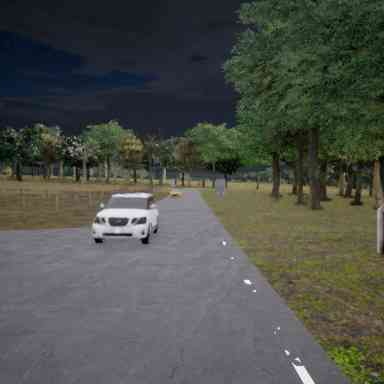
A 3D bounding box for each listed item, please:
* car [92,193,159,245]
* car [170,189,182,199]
[{"bbox_3d":[-2.751,1.072,15.050,2.150,2.045,5.566,1,0,0],"label":"car"},{"bbox_3d":[-2.791,0.234,57.865,1.882,1.535,5.008,0,2,0],"label":"car"}]
